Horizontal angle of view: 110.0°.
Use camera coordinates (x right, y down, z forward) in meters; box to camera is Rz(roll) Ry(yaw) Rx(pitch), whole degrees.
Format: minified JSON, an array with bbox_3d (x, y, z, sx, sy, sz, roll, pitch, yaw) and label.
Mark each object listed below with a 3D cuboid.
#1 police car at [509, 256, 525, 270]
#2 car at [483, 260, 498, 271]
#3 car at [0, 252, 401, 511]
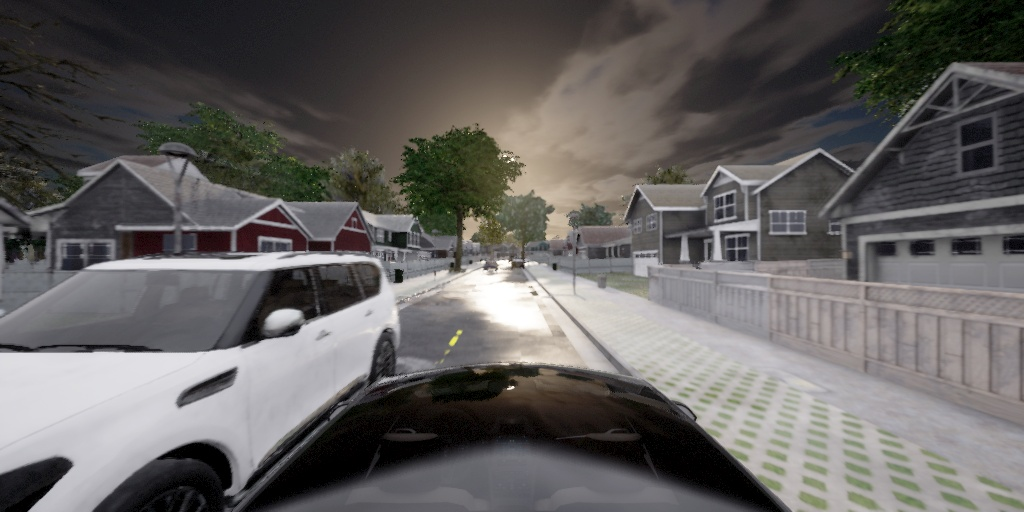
[{"bbox_3d":[0.840,1.056,50.539,1.930,1.638,5.238,0,0,0],"label":"police car"},{"bbox_3d":[-2.805,1.188,48.055,2.033,1.411,5.357,0,0,0],"label":"car"},{"bbox_3d":[-2.849,0.972,3.568,2.150,2.045,5.566,0,0,0],"label":"car"}]
